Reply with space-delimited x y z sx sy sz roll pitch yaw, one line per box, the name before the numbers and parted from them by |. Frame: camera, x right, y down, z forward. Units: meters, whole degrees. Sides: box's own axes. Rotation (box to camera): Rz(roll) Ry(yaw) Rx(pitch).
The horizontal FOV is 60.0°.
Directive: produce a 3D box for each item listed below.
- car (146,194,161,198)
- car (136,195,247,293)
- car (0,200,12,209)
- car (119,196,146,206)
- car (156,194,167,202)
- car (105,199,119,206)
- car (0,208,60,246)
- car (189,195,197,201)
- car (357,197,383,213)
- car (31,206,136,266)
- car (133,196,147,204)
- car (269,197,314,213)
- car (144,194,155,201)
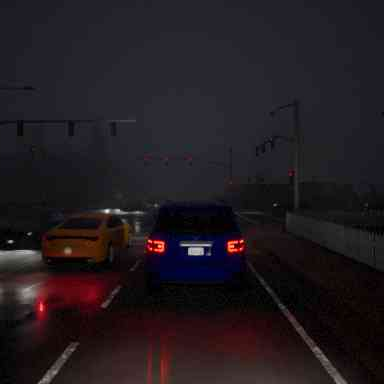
car | -6.926 1.547 60.611 2.033 1.411 5.357 0 0 1
car | 0.083 1.221 9.007 2.150 2.045 5.566 0 0 0
car | -21.819 1.477 35.245 5.008 1.535 1.882 0 0 -2
car | -7.007 1.525 39.568 1.812 1.442 4.674 0 0 0
car | -6.826 1.355 74.474 2.097 1.767 4.553 0 0 0
car | -10.491 1.601 45.840 1.895 1.301 4.718 0 0 0
car | -7.063 1.547 15.607 2.033 1.411 5.357 0 0 0
car | 0.208 1.540 88.996 2.033 1.411 5.357 0 0 0
car | 20.513 1.352 36.282 4.553 1.767 2.097 0 0 -1
car | -3.397 1.478 11.629 1.882 1.535 5.008 0 0 0
car | -10.366 1.493 66.600 2.128 1.511 4.902 0 0 1
car | 10.731 1.352 36.062 4.553 1.767 2.097 0 0 -1
car | -10.310 1.345 81.148 2.097 1.767 4.553 0 0 0
